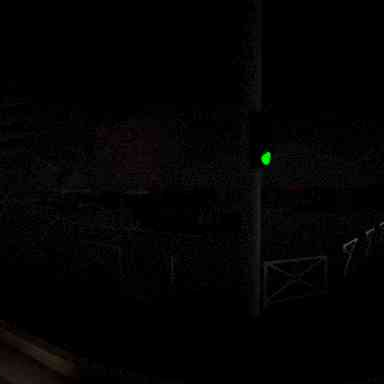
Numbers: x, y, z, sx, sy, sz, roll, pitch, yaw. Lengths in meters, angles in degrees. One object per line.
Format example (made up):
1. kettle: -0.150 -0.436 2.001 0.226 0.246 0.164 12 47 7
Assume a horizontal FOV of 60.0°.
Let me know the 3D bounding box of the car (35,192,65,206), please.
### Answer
1. car: -19.961 1.176 46.069 3.806 1.475 1.970 0 0 37

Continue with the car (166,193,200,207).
1. car: -1.273 1.049 46.019 4.605 1.855 1.932 0 0 37

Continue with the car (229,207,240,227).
1. car: 1.087 1.122 19.809 3.866 1.878 1.905 0 0 37

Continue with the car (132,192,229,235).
1. car: -0.687 1.113 17.521 4.605 1.855 1.932 0 0 37

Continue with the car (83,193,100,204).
1. car: -16.665 0.945 50.571 4.605 1.855 1.932 0 0 37

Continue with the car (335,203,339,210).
1. car: 14.524 1.405 37.879 3.806 1.475 1.970 0 0 37

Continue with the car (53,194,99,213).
1. car: -11.301 1.259 32.418 3.806 1.475 1.970 0 0 37

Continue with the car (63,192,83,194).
1. car: -18.230 1.150 48.390 3.905 1.438 1.784 0 0 37

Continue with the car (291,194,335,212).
1. car: 12.786 1.160 35.564 3.866 1.878 1.905 0 0 37

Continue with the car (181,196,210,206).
1. car: 0.509 1.265 48.303 3.905 1.438 1.784 0 0 37
